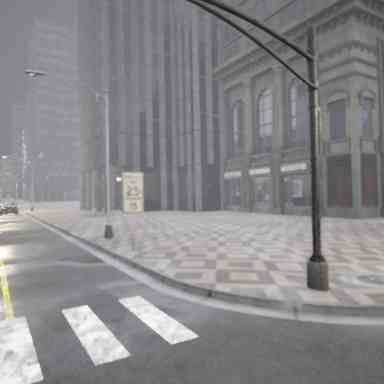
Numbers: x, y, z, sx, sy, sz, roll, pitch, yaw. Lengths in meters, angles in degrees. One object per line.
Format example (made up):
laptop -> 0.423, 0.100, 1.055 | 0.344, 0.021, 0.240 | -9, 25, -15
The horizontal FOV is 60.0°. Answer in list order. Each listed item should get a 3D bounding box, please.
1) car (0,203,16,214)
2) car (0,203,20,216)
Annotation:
car -> -26.105, 2.250, 46.993 | 1.895, 1.301, 4.718 | -1, 0, -31
car -> -22.543, 2.089, 41.112 | 1.812, 1.442, 4.674 | -1, 0, -30
